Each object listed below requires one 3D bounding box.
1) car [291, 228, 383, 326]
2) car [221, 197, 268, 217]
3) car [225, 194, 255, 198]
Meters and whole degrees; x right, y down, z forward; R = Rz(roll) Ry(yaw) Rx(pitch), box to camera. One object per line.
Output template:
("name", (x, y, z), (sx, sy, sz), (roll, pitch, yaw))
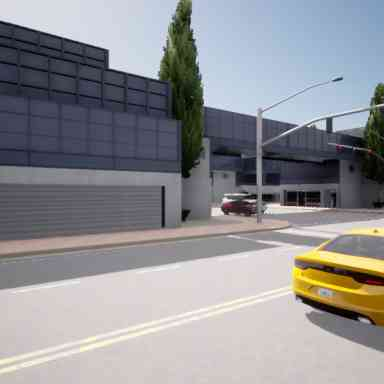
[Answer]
("car", (4.168, 1.478, 6.815), (5.008, 1.535, 1.882), (0, 0, -36))
("car", (4.765, 1.526, 31.826), (1.812, 1.442, 4.674), (0, 0, -37))
("car", (5.695, 1.221, 36.416), (2.150, 2.045, 5.566), (0, 0, -37))
